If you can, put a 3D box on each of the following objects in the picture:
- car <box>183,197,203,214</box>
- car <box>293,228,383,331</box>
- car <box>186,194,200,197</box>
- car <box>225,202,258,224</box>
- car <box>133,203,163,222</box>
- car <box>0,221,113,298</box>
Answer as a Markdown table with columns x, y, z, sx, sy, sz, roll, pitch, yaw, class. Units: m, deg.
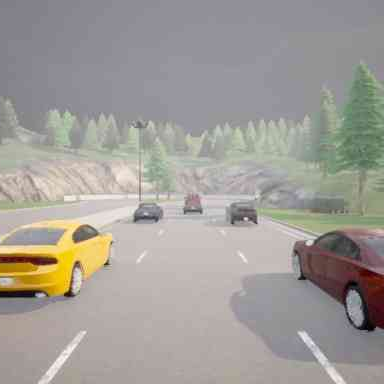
| x | y | z | sx | sy | sz | roll | pitch | yaw | class |
| --- | --- | --- | --- | --- | --- | --- | --- | --- | --- |
| 0.104 | 1.564 | 35.204 | 1.994 | 1.385 | 4.181 | 0 | 0 | 0 | car |
| 3.600 | 1.477 | 6.875 | 1.882 | 1.535 | 5.008 | 0 | 0 | 0 | car |
| 0.099 | 1.221 | 44.622 | 2.150 | 2.045 | 5.566 | 0 | 0 | 0 | car |
| 3.604 | 1.506 | 24.596 | 1.837 | 1.490 | 4.892 | 0 | 0 | 0 | car |
| -3.396 | 1.564 | 26.432 | 1.994 | 1.385 | 4.181 | 0 | 0 | 0 | car |
| -3.399 | 1.477 | 8.560 | 1.882 | 1.535 | 5.008 | 0 | 0 | 0 | car |
